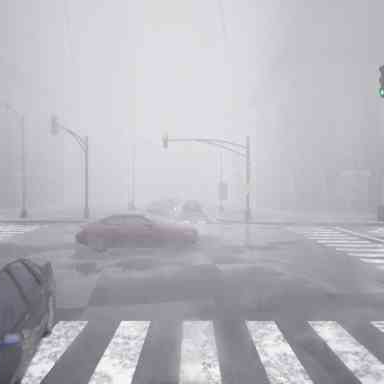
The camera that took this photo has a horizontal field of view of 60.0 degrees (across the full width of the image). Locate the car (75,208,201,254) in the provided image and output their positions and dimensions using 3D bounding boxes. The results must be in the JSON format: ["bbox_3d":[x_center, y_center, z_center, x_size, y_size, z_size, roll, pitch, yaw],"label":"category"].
[{"bbox_3d":[-2.083,1.509,12.856,4.674,1.442,1.812,0,0,0],"label":"car"}]

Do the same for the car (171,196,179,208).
[{"bbox_3d":[-3.128,1.544,41.361,2.033,1.411,5.357,0,0,0],"label":"car"}]

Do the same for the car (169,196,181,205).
[{"bbox_3d":[-3.068,1.474,61.936,1.882,1.535,5.008,0,0,1],"label":"car"}]

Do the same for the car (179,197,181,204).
[{"bbox_3d":[-3.115,1.560,51.444,1.994,1.385,4.181,0,0,1],"label":"car"}]

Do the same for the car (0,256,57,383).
[{"bbox_3d":[-2.767,1.546,3.737,2.033,1.411,5.357,0,0,-14],"label":"car"}]

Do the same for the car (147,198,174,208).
[{"bbox_3d":[-3.123,1.544,31.289,2.033,1.411,5.357,0,0,0],"label":"car"}]

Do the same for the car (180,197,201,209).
[{"bbox_3d":[0.025,1.561,36.983,1.994,1.385,4.181,0,0,0],"label":"car"}]
